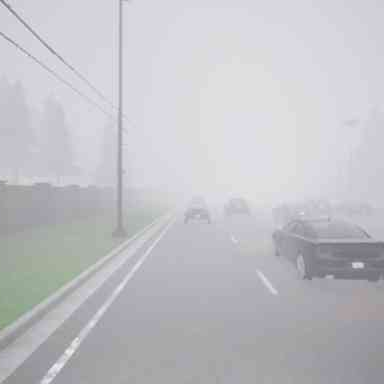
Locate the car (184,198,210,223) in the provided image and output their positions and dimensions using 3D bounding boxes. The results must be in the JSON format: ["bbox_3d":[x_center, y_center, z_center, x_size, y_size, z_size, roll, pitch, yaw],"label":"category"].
[{"bbox_3d":[0.394,1.454,24.652,1.812,1.442,4.674,0,0,1],"label":"car"}]

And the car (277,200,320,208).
[{"bbox_3d":[7.411,1.504,24.976,2.033,1.411,5.357,0,0,1],"label":"car"}]

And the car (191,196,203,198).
[{"bbox_3d":[0.640,1.228,42.456,2.097,1.767,4.553,0,0,1],"label":"car"}]

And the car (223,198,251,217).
[{"bbox_3d":[3.982,1.278,30.242,2.097,1.767,4.553,0,0,1],"label":"car"}]

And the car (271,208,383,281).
[{"bbox_3d":[3.713,1.464,9.840,1.882,1.535,5.008,0,0,1],"label":"car"}]

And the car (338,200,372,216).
[{"bbox_3d":[14.482,1.462,30.356,2.128,1.511,4.902,0,0,1],"label":"car"}]

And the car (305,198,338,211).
[{"bbox_3d":[10.979,1.308,30.149,2.097,1.767,4.553,0,0,1],"label":"car"}]
